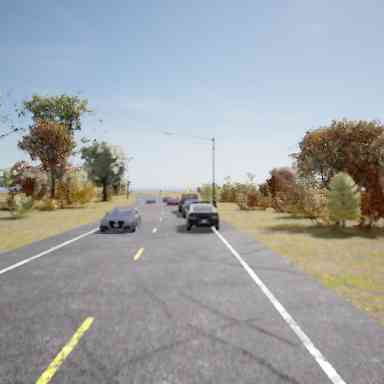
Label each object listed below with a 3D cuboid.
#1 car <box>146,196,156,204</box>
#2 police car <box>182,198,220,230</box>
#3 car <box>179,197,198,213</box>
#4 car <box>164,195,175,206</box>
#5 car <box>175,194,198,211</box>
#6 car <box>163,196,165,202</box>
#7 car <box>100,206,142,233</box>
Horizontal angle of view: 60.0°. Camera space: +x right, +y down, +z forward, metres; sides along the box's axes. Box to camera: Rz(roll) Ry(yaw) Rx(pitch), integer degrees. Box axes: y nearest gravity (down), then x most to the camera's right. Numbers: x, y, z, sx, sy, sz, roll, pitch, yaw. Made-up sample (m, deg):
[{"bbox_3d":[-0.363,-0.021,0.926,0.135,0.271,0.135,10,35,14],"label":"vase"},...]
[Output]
[{"bbox_3d":[-7.515,1.460,61.648,1.812,1.442,4.674,0,0,-7],"label":"car"},{"bbox_3d":[0.571,1.407,20.886,1.930,1.638,5.238,0,0,-3],"label":"police car"},{"bbox_3d":[0.035,1.475,30.816,1.837,1.490,4.892,0,0,-4],"label":"car"},{"bbox_3d":[-3.091,1.503,54.931,1.994,1.385,4.181,0,0,-7],"label":"car"},{"bbox_3d":[-0.392,1.183,36.866,2.150,2.045,5.566,0,0,-4],"label":"car"},{"bbox_3d":[-5.228,1.423,71.109,2.128,1.511,4.902,0,0,-9],"label":"car"},{"bbox_3d":[-4.059,1.551,19.526,1.994,1.385,4.181,0,0,-2],"label":"car"}]
